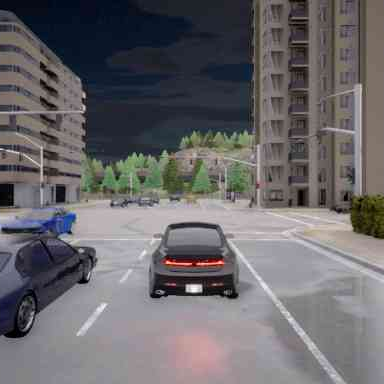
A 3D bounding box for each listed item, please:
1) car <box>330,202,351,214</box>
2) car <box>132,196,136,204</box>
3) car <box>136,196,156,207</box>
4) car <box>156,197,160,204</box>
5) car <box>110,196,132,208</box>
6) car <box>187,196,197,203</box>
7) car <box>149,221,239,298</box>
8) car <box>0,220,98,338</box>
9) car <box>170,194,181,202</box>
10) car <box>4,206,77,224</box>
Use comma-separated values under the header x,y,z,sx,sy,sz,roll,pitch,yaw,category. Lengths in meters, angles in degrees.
x,y,z,sx,sy,sz,roll,pitch,yaw,category
17.290,1.547,34.599,5.357,1.411,2.033,0,0,0,car
-10.656,1.506,62.021,1.837,1.490,4.892,0,0,0,car
-7.176,1.526,52.003,1.812,1.442,4.674,0,0,-1,car
-7.166,1.564,61.916,1.994,1.385,4.181,0,0,0,car
-10.675,1.491,49.038,2.128,1.511,4.902,0,0,0,car
-0.062,1.478,70.526,1.882,1.535,5.008,0,0,0,car
0.050,1.505,8.466,1.837,1.490,4.892,0,0,0,car
-3.460,1.547,6.537,2.033,1.411,5.357,0,0,0,car
-3.618,1.194,72.924,2.097,1.767,4.553,0,0,0,car
-7.125,1.477,15.990,1.882,1.535,5.008,0,0,0,car
